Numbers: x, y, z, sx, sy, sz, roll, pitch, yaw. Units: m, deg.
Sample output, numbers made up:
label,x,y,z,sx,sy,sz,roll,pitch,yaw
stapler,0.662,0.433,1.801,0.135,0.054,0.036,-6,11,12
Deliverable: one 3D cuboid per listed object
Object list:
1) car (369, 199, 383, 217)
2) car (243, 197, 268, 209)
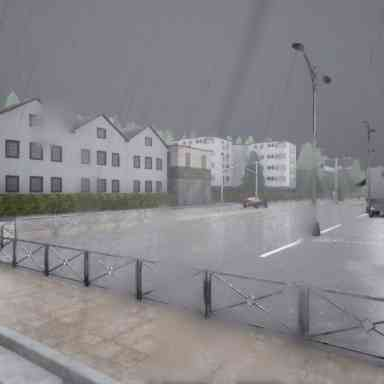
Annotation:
label,x,y,z,sx,sy,sz,roll,pitch,yaw
car,15.516,1.298,26.748,2.007,1.523,4.514,0,0,35
car,8.138,1.334,42.783,1.812,1.442,4.674,0,0,36
